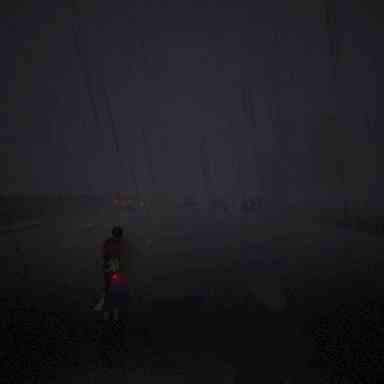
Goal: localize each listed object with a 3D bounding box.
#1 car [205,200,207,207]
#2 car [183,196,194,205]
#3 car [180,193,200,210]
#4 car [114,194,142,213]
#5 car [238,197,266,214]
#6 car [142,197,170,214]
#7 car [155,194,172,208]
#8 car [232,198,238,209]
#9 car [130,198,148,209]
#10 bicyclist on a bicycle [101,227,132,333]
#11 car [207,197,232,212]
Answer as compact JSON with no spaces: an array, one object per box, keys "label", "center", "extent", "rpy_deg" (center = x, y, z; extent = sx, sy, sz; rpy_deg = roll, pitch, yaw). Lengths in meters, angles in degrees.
[{"label":"car","center":[2.990,1.505,48.062],"extent":[1.837,1.490,4.892],"rpy_deg":[0,0,0]},{"label":"car","center":[-0.576,1.478,58.162],"extent":[1.882,1.535,5.008],"rpy_deg":[0,0,-1]},{"label":"car","center":[-0.406,1.222,43.823],"extent":[2.150,2.045,5.566],"rpy_deg":[0,0,-1]},{"label":"car","center":[-7.336,1.222,37.701],"extent":[2.150,2.045,5.566],"rpy_deg":[0,0,-1]},{"label":"car","center":[6.611,1.352,36.184],"extent":[2.097,1.767,4.553],"rpy_deg":[0,0,0]},{"label":"car","center":[-3.820,1.548,36.120],"extent":[2.033,1.411,5.357],"rpy_deg":[0,0,0]},{"label":"car","center":[-4.017,1.222,46.365],"extent":[2.150,2.045,5.566],"rpy_deg":[0,0,0]},{"label":"car","center":[6.492,1.548,45.495],"extent":[2.033,1.411,5.357],"rpy_deg":[0,0,0]},{"label":"car","center":[-7.504,1.601,47.464],"extent":[1.895,1.301,4.718],"rpy_deg":[0,0,0]},{"label":"bicyclist on a bicycle","center":[-1.327,1.451,5.863],"extent":[0.582,1.620,1.656],"rpy_deg":[0,0,-7]},{"label":"car","center":[3.128,1.505,38.650],"extent":[1.837,1.490,4.892],"rpy_deg":[0,0,0]}]
